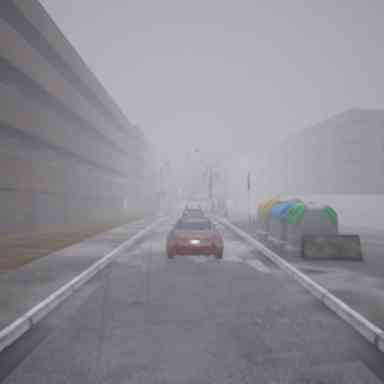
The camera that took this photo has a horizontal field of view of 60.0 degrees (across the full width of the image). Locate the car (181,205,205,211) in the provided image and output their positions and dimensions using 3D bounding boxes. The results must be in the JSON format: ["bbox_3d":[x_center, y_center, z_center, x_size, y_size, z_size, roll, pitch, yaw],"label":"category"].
[{"bbox_3d":[0.100,1.882,28.793,2.128,1.511,4.902,0,-2,0],"label":"car"}]

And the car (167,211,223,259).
[{"bbox_3d":[0.096,1.635,12.938,1.994,1.385,4.181,0,-1,0],"label":"car"}]
